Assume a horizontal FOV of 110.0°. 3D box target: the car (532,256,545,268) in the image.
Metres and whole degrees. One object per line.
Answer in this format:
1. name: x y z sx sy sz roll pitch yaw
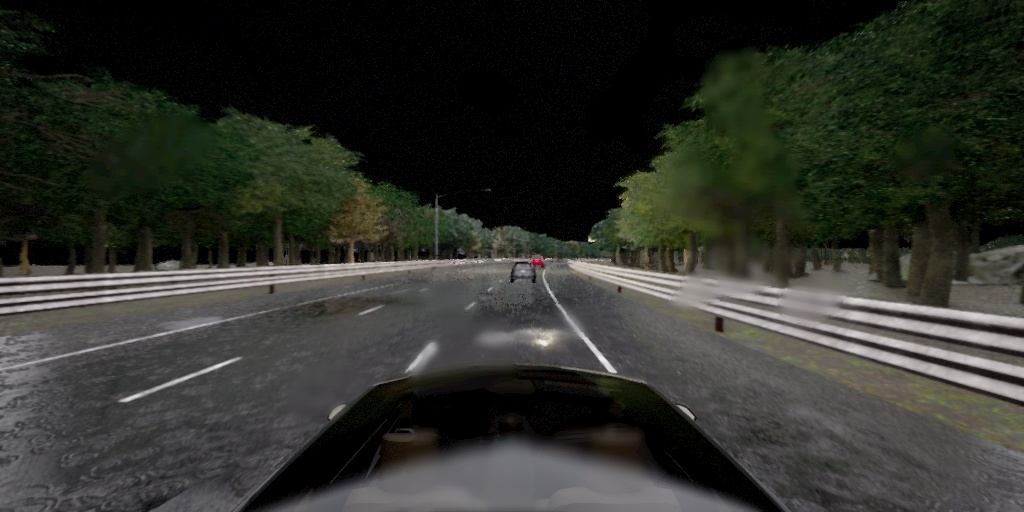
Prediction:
1. car: 4.546 0.968 62.221 2.150 2.045 5.566 0 0 9

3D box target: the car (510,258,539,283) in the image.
1. car: 0.942 1.185 28.394 2.033 1.649 4.856 0 0 4
